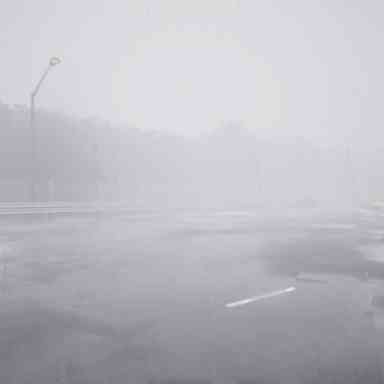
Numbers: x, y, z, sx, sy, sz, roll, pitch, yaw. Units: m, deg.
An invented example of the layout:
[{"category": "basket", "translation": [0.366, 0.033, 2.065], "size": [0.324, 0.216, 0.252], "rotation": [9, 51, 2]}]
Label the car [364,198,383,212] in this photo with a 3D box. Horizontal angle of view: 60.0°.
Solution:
[{"category": "car", "translation": [21.699, 1.445, 37.133], "size": [5.008, 1.535, 1.882], "rotation": [0, 0, -36]}]

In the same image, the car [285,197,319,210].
[{"category": "car", "translation": [13.161, 1.360, 39.609], "size": [4.892, 1.490, 1.837], "rotation": [0, -1, -36]}]

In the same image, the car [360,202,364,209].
[{"category": "car", "translation": [23.430, 1.528, 42.703], "size": [4.181, 1.385, 1.994], "rotation": [0, 0, -36]}]
